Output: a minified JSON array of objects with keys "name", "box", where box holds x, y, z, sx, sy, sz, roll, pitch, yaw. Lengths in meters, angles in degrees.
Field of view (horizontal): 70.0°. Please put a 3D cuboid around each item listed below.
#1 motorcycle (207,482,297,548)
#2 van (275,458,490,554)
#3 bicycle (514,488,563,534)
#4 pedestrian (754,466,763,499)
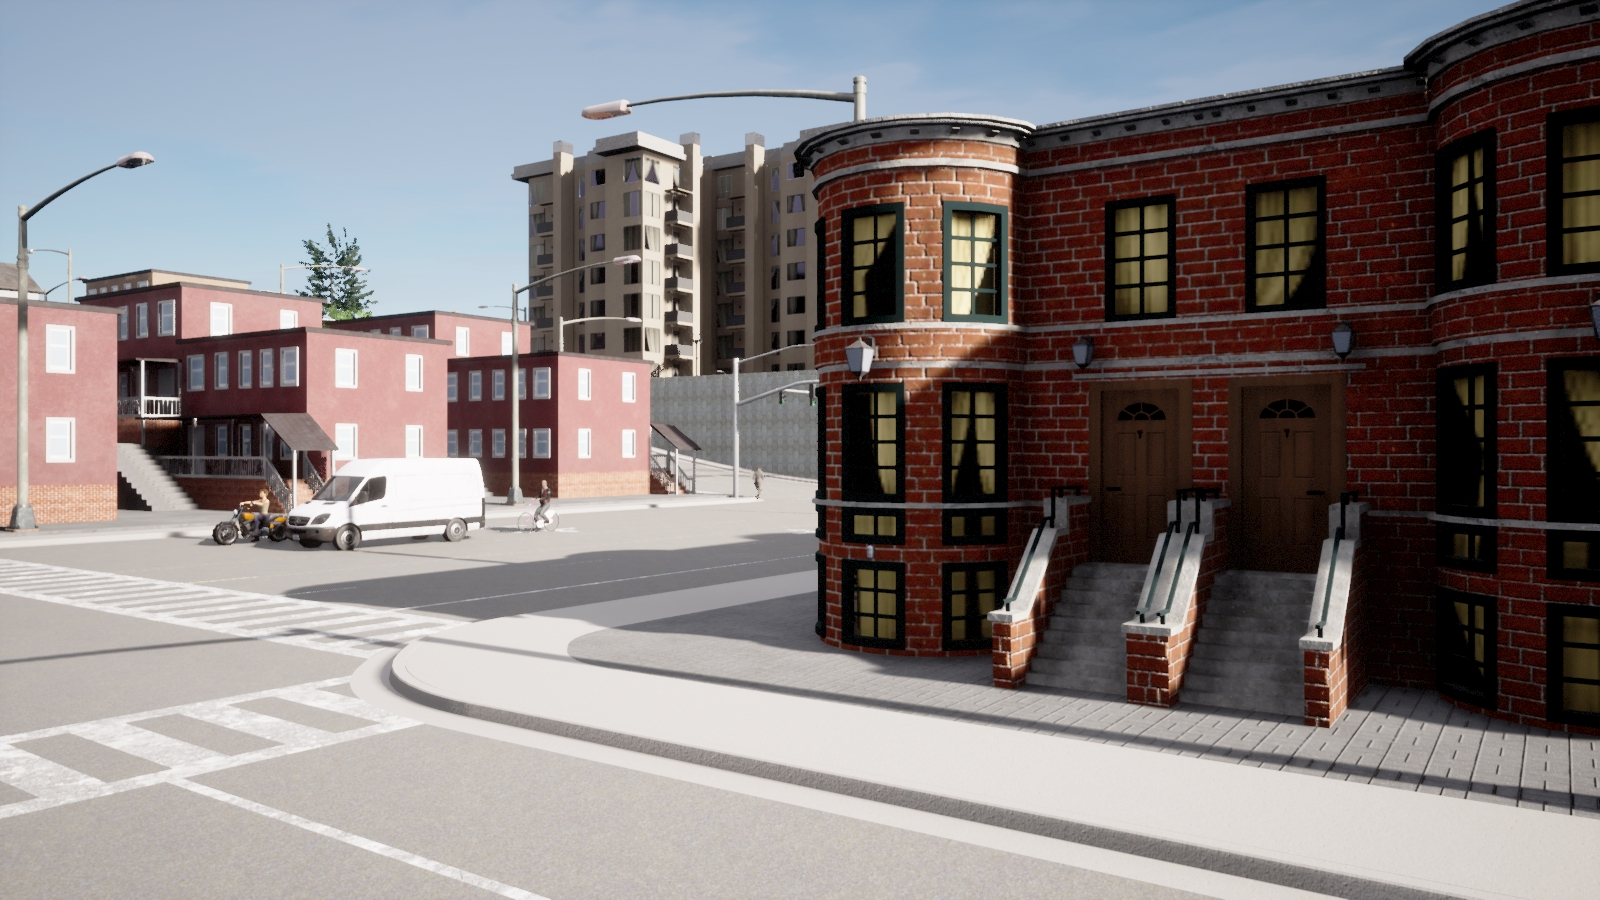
[{"name":"motorcycle","box":[-16.335,1.906,34.107,0.764,1.802,2.356,0,0,35]},{"name":"van","box":[-12.210,1.534,33.882,1.988,2.561,5.915,0,0,35]},{"name":"bicycle","box":[-8.835,2.045,38.676,0.329,1.496,1.835,-1,0,35]},{"name":"pedestrian","box":[-2.320,1.801,63.893,0.375,1.860,0.375,0,0,12]}]
